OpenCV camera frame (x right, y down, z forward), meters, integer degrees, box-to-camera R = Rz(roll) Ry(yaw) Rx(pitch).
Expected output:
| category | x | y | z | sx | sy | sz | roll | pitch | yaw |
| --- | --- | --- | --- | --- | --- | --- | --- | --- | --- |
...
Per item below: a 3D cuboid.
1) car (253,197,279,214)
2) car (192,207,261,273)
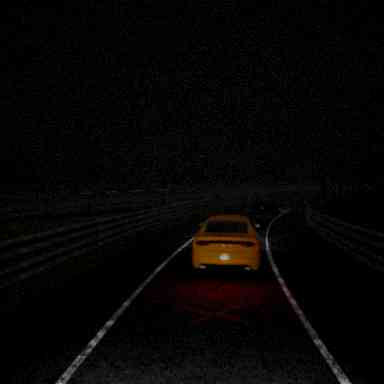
| category | x | y | z | sx | sy | sz | roll | pitch | yaw |
| --- | --- | --- | --- | --- | --- | --- | --- | --- | --- |
| car | 7.129 | 1.211 | 31.821 | 1.882 | 1.535 | 5.008 | 0 | 1 | 21 |
| car | 1.200 | 1.488 | 10.902 | 1.882 | 1.535 | 5.008 | 0 | 1 | 9 |
